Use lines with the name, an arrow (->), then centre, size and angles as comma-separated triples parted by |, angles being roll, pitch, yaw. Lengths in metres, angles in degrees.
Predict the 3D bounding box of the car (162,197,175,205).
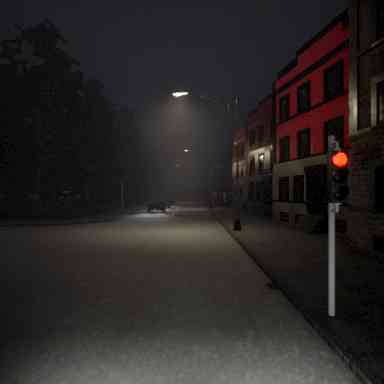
car -> -3.996, 1.601, 58.083 | 1.895, 1.301, 4.718 | 0, 0, 0

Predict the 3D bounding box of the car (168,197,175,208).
car -> -4.032, 1.491, 48.067 | 2.128, 1.511, 4.902 | 0, 0, 0

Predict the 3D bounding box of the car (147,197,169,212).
car -> -4.049, 1.601, 38.689 | 1.895, 1.301, 4.718 | 0, 0, 0
